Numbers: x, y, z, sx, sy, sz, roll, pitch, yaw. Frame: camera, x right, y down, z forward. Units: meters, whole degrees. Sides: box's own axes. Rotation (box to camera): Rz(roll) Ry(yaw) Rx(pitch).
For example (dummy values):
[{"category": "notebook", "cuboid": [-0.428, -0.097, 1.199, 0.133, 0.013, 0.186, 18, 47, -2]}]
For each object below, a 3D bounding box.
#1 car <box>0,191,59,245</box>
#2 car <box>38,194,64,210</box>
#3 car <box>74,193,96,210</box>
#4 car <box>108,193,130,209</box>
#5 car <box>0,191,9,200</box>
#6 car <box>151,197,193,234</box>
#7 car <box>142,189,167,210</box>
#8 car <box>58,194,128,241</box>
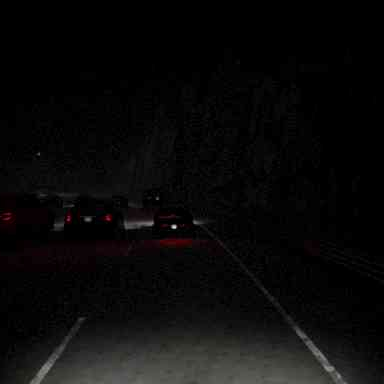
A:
[{"category": "car", "cuboid": [-7.755, 1.016, 14.281, 2.150, 2.045, 5.566, 0, 1, -6]}, {"category": "car", "cuboid": [-15.011, 0.997, 35.648, 1.812, 1.442, 4.674, 0, 1, -14]}, {"category": "car", "cuboid": [-11.413, 0.964, 35.633, 1.837, 1.490, 4.892, 0, 2, -13]}, {"category": "car", "cuboid": [-8.109, 0.916, 36.782, 2.128, 1.511, 4.902, 0, 1, -13]}, {"category": "car", "cuboid": [-35.934, 0.632, 63.004, 1.812, 1.442, 4.674, -1, 1, -23]}, {"category": "car", "cuboid": [-1.039, 1.226, 17.100, 1.837, 1.490, 4.892, 0, 1, -6]}, {"category": "car", "cuboid": [-3.828, 0.676, 33.935, 2.150, 2.045, 5.566, 0, 1, -12]}, {"category": "car", "cuboid": [-4.397, 1.109, 15.569, 2.097, 1.767, 4.553, 0, 1, -5]}]
